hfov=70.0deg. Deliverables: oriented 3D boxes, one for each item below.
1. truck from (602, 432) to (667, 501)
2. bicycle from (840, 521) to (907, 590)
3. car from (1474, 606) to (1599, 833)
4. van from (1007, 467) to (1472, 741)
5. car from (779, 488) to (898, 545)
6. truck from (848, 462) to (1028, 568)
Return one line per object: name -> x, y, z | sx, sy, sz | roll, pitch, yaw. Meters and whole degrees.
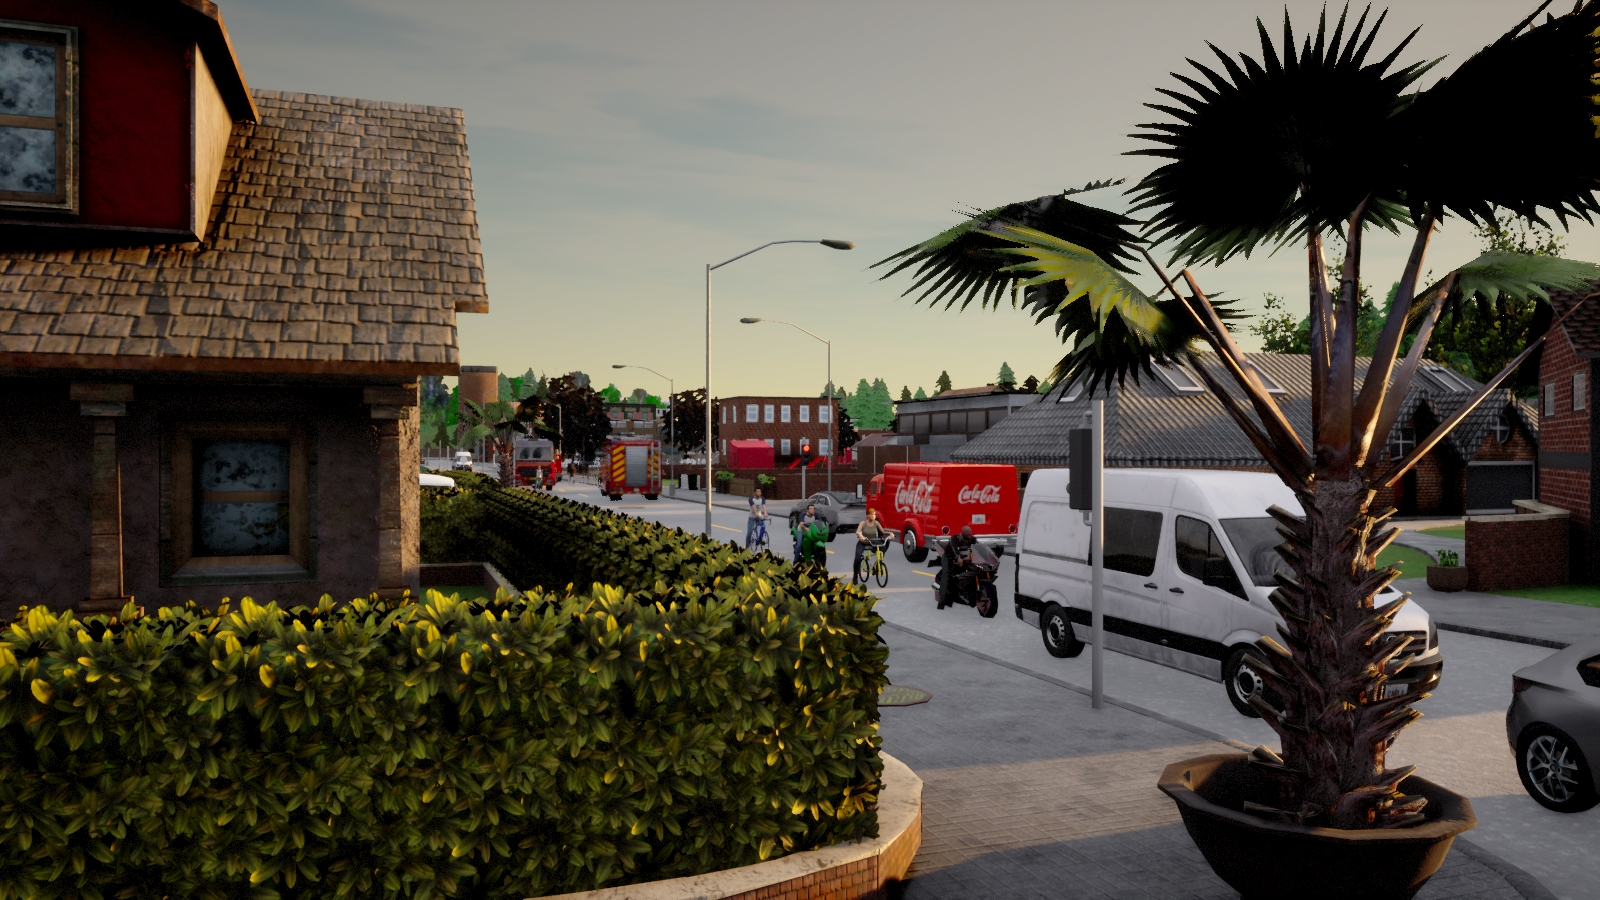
truck -> -9.922, 0.896, 67.592 | 2.891, 3.827, 8.468 | 0, 0, -15
bicycle -> 1.505, 2.162, 23.648 | 0.859, 1.276, 1.487 | 0, 0, -19
car -> 6.934, 2.069, 7.650 | 1.816, 1.474, 4.193 | 0, 0, -12
van -> 4.966, 1.538, 14.186 | 1.988, 2.561, 5.915 | 0, 0, -20
car -> 1.122, 2.053, 36.412 | 2.128, 1.511, 4.902 | 0, 0, -20
truck -> 3.468, 1.570, 29.990 | 2.627, 2.467, 5.204 | 0, 0, -20
